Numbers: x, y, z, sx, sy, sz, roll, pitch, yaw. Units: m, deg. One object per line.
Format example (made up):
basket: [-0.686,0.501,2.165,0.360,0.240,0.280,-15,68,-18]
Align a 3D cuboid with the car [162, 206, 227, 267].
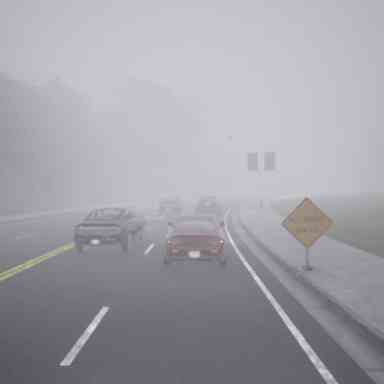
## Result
car: [0.135,1.426,10.983,1.812,1.442,4.674,0,1,2]

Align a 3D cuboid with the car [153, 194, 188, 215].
car: [-1.626,1.201,29.700,2.128,1.511,4.902,0,1,8]

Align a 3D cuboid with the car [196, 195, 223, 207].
car: [1.603,1.054,29.311,2.097,1.767,4.553,0,1,8]

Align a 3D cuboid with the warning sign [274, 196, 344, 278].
warning sign: [2.827,1.043,8.187,1.300,1.860,1.060,-1,-1,0]

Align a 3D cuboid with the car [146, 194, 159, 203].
car: [-4.930,1.069,46.920,1.812,1.442,4.674,0,1,15]

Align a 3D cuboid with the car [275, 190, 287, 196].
car: [21.562,0.304,80.879,1.837,1.490,4.892,-1,1,33]

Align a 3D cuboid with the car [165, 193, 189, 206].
car: [-1.938,1.017,45.526,1.882,1.535,5.008,0,1,15]

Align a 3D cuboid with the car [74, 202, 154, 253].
car: [-3.053,1.372,13.171,2.128,1.511,4.902,0,1,2]
